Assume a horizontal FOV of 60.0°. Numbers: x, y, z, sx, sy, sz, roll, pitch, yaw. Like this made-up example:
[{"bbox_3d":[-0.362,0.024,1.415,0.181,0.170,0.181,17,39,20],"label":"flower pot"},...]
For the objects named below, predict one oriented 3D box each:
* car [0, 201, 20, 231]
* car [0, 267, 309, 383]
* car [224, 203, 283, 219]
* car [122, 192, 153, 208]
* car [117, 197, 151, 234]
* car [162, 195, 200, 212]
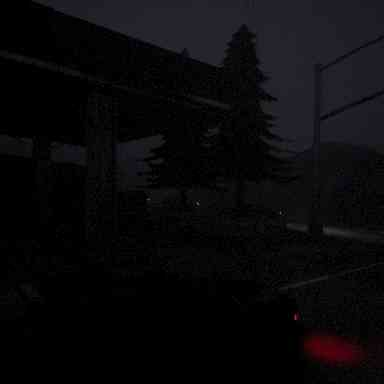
[{"bbox_3d":[-11.179,1.298,18.808,2.242,1.667,4.611,0,1,-36],"label":"car"},{"bbox_3d":[-1.087,1.561,3.237,5.357,1.411,2.033,0,-1,-37],"label":"car"},{"bbox_3d":[4.588,1.542,25.306,1.895,1.301,4.718,0,1,-35],"label":"car"},{"bbox_3d":[-6.926,0.964,41.695,2.097,1.767,4.553,0,1,-35],"label":"car"},{"bbox_3d":[-4.049,1.222,18.592,1.905,1.878,3.866,0,1,-36],"label":"car"},{"bbox_3d":[-1.144,1.129,33.460,2.097,1.767,4.553,0,1,-35],"label":"car"}]
